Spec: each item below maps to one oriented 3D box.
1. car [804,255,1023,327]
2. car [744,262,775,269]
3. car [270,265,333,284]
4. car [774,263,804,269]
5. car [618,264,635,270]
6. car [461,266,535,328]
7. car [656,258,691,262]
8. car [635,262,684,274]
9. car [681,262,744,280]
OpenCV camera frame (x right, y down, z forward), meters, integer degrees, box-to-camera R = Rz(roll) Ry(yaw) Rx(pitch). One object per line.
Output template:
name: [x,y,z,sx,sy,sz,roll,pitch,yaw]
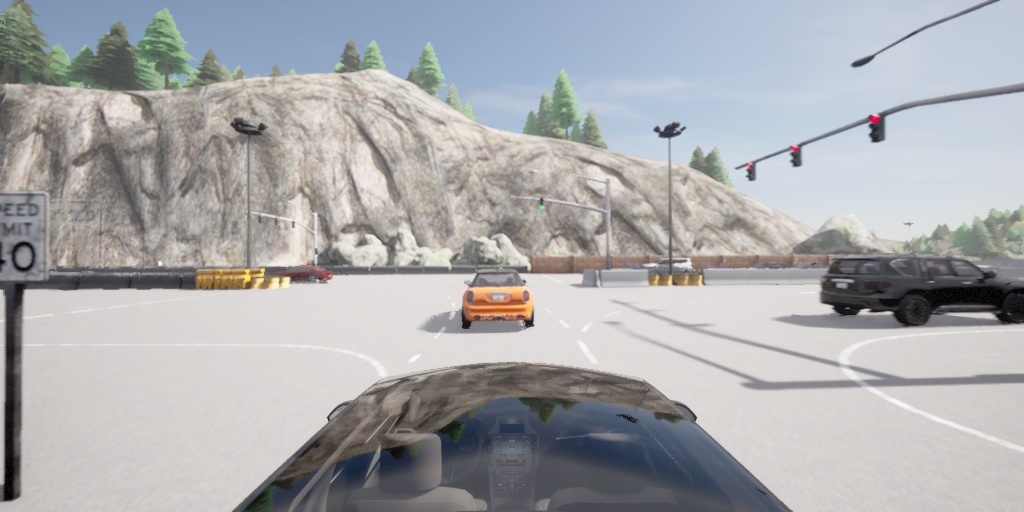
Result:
car: [12.869,0.997,11.308,5.566,2.045,2.150,0,-1,-5]
car: [30.870,1.496,43.858,4.892,1.490,1.837,0,-1,-2]
car: [-18.243,1.578,31.066,5.008,1.535,1.882,0,-1,1]
car: [33.258,1.495,40.462,5.357,1.411,2.033,0,-1,-2]
car: [14.749,1.622,43.138,4.181,1.385,1.994,0,-1,-3]
car: [-0.536,1.202,12.042,2.097,1.767,4.553,0,-1,-4]
car: [17.139,1.238,39.749,5.566,2.045,2.150,0,-1,-3]
car: [15.071,1.554,36.150,4.181,1.385,1.994,-1,-1,-3]
car: [18.297,1.511,32.793,4.181,1.385,1.994,0,-1,-3]
